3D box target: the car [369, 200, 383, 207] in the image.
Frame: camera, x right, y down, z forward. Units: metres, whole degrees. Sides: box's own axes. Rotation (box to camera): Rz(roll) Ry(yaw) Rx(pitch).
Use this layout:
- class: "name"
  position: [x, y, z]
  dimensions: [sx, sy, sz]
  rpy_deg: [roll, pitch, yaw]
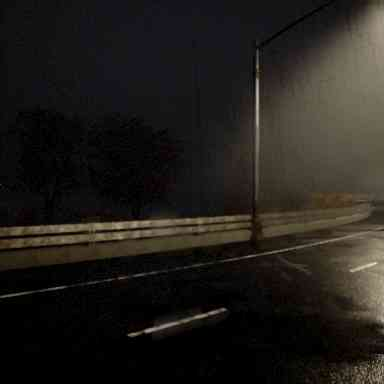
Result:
- class: "car"
  position: [38.006, 2.295, 68.488]
  dimensions: [2.033, 1.411, 5.357]
  rpy_deg: [0, -1, 11]
